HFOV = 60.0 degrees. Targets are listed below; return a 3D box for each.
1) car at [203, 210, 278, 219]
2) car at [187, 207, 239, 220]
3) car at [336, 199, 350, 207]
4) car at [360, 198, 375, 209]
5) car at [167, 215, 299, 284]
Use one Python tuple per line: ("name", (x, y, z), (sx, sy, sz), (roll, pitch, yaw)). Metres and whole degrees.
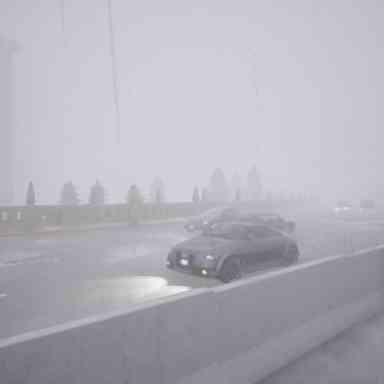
("car", (2.980, 1.663, 15.819), (4.718, 1.301, 1.895), (0, 0, -44))
("car", (1.642, 1.609, 19.426), (4.674, 1.442, 1.812), (0, 0, -45))
("car", (25.190, 1.850, 55.360), (1.895, 1.301, 4.718), (0, 0, 28))
("car", (26.514, 1.687, 50.307), (1.882, 1.535, 5.008), (0, 0, 28))
("car", (1.319, 1.600, 9.744), (4.181, 1.385, 1.994), (0, 0, -41))
